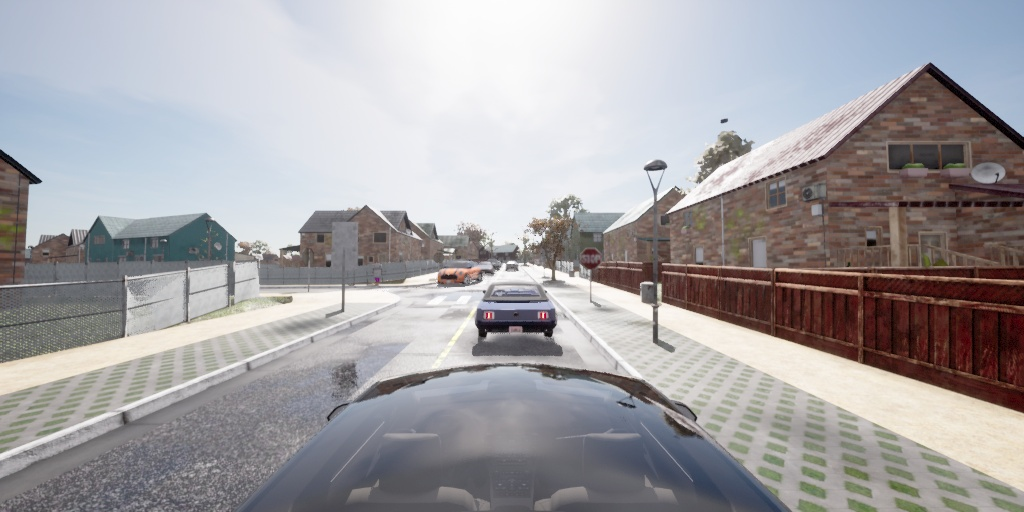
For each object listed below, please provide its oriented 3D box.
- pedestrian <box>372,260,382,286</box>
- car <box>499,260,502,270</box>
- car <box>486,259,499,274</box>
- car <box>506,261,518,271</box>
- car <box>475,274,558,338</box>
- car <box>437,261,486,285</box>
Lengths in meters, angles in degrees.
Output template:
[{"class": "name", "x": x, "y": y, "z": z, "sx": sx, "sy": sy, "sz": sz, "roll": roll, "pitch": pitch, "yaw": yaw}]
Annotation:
[{"class": "pedestrian", "x": -9.955, "y": 1.223, "z": 26.540, "sx": 0.375, "sy": 1.860, "sz": 0.375, "roll": 0, "pitch": -2, "yaw": 5}, {"class": "car", "x": -2.919, "y": 1.255, "z": 53.084, "sx": 2.097, "sy": 1.767, "sz": 4.553, "roll": 0, "pitch": 0, "yaw": 0}, {"class": "car", "x": -2.914, "y": 1.390, "z": 39.912, "sx": 2.033, "sy": 1.411, "sz": 5.357, "roll": 0, "pitch": 0, "yaw": 0}, {"class": "car", "x": 0.011, "y": 1.455, "z": 54.083, "sx": 2.033, "sy": 1.411, "sz": 5.357, "roll": 0, "pitch": 0, "yaw": 0}, {"class": "car", "x": 0.085, "y": 1.361, "z": 10.231, "sx": 1.895, "sy": 1.301, "sz": 4.718, "roll": 0, "pitch": 0, "yaw": 0}, {"class": "car", "x": -3.914, "y": 1.184, "z": 27.441, "sx": 2.097, "sy": 1.767, "sz": 4.553, "roll": 0, "pitch": 1, "yaw": 15}]
